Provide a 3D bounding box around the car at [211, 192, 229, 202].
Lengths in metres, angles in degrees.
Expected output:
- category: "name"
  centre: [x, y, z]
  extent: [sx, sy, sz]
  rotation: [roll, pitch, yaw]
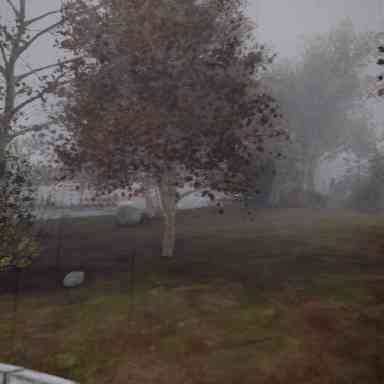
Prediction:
- category: "car"
  centre: [3.919, 0.688, 45.958]
  extent: [1.994, 1.385, 4.181]
  rotation: [0, 1, 15]
